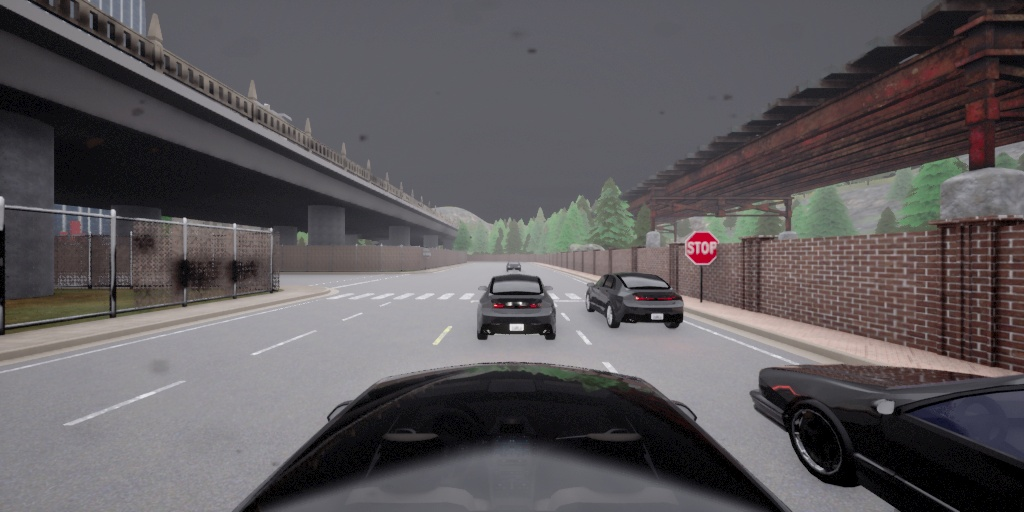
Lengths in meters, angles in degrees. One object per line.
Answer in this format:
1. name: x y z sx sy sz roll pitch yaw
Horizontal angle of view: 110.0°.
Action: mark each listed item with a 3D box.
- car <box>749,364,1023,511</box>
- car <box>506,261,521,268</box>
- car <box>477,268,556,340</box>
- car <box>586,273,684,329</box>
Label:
1. car: 3.600 1.297 1.558 2.033 1.411 5.357 0 0 0
2. car: 0.217 1.350 46.238 1.895 1.301 4.718 0 0 -1
3. car: 0.105 1.255 9.948 1.837 1.490 4.892 0 0 0
4. car: 3.607 1.255 11.305 1.837 1.490 4.892 0 0 0
